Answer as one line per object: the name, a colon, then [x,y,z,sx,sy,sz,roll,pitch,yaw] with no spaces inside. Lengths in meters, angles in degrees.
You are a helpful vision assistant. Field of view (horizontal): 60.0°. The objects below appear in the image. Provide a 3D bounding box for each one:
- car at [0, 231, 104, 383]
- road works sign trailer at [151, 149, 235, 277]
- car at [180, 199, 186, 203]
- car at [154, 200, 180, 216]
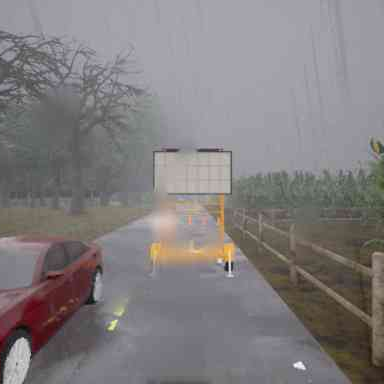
car: [-2.839,1.483,5.282,1.882,1.535,5.008,0,0,0]
road works sign trailer: [0.018,0.478,10.263,2.380,3.560,2.880,0,0,0]
car: [-2.585,2.497,90.283,1.882,1.535,5.008,0,-2,0]
car: [-2.686,1.629,33.926,2.128,1.511,4.902,0,0,0]
